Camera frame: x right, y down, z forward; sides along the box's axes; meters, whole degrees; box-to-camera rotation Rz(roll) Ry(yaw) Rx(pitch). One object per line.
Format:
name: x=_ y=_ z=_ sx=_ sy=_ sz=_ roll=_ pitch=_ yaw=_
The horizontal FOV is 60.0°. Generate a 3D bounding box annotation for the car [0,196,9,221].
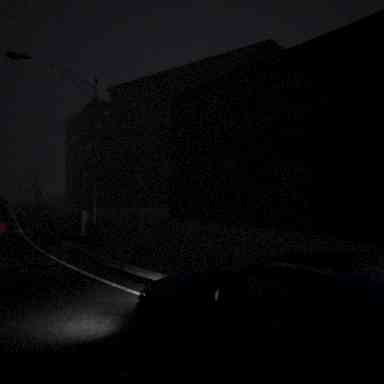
car: x=-17.147 y=1.355 z=28.659 sx=2.150 sy=2.045 sz=5.566 roll=0 pitch=0 yaw=-29

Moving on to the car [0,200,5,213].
car: x=-23.494 y=1.711 z=39.846 sx=1.812 sy=1.442 sz=4.674 roll=0 pitch=0 yaw=-29

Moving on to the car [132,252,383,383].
car: x=1.247 y=1.533 z=4.258 sx=4.674 sy=1.442 sz=1.812 roll=0 pitch=0 yaw=39
